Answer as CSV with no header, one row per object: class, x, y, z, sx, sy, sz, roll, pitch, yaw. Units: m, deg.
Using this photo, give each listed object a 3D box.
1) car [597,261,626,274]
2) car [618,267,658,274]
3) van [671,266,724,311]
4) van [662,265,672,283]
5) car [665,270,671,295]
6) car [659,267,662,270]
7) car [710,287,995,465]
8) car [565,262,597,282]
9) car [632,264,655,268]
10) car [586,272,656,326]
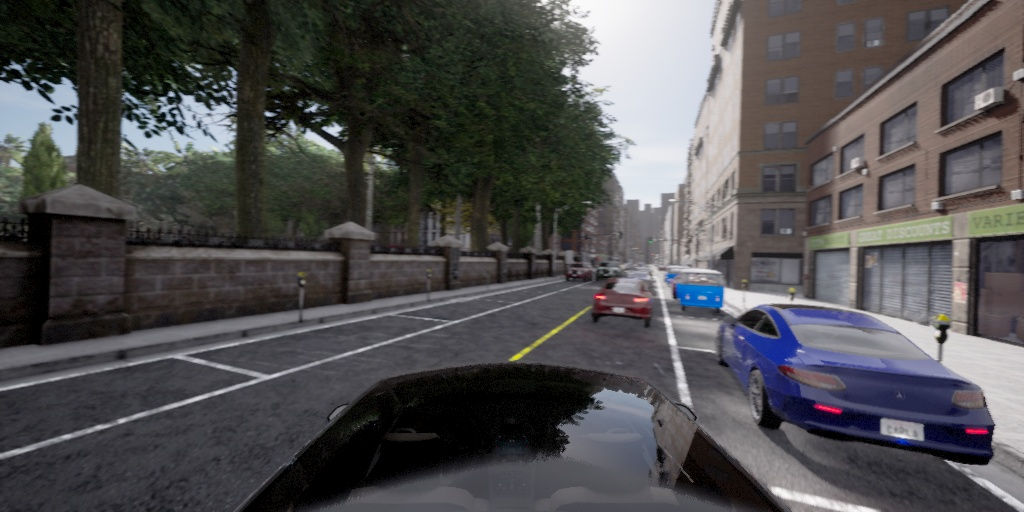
car,9.804,1.516,35.958,2.150,2.045,5.566,2,0,22
car,8.756,1.744,24.722,2.033,1.411,5.357,2,0,21
van,8.274,1.472,16.062,1.690,1.789,3.998,0,0,22
van,14.518,1.780,31.852,1.690,1.789,3.998,0,0,22
car,10.356,1.780,21.325,1.888,1.381,4.507,0,0,22
car,16.599,2.106,37.115,1.948,1.339,4.313,0,0,22
car,4.399,1.455,5.407,1.812,1.442,4.674,2,0,22
car,6.581,1.489,34.952,2.192,1.841,5.009,0,0,22
car,14.887,2.001,40.486,1.837,1.490,4.892,2,0,22
car,4.009,1.485,12.728,1.812,1.442,4.674,2,-1,22
